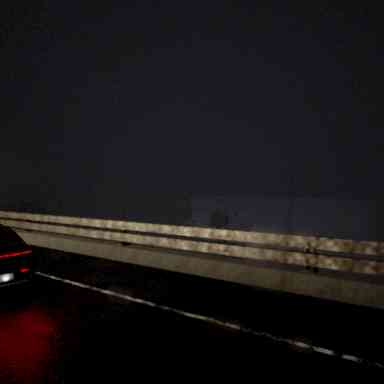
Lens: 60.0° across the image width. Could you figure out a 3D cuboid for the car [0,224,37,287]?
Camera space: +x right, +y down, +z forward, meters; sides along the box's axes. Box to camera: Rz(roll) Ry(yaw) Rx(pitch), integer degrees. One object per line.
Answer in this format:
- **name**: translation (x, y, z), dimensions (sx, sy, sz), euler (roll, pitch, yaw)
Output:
- **car**: translation (-5.705, 1.462, 8.107), dimensions (4.892, 1.490, 1.837), euler (0, 0, 36)
